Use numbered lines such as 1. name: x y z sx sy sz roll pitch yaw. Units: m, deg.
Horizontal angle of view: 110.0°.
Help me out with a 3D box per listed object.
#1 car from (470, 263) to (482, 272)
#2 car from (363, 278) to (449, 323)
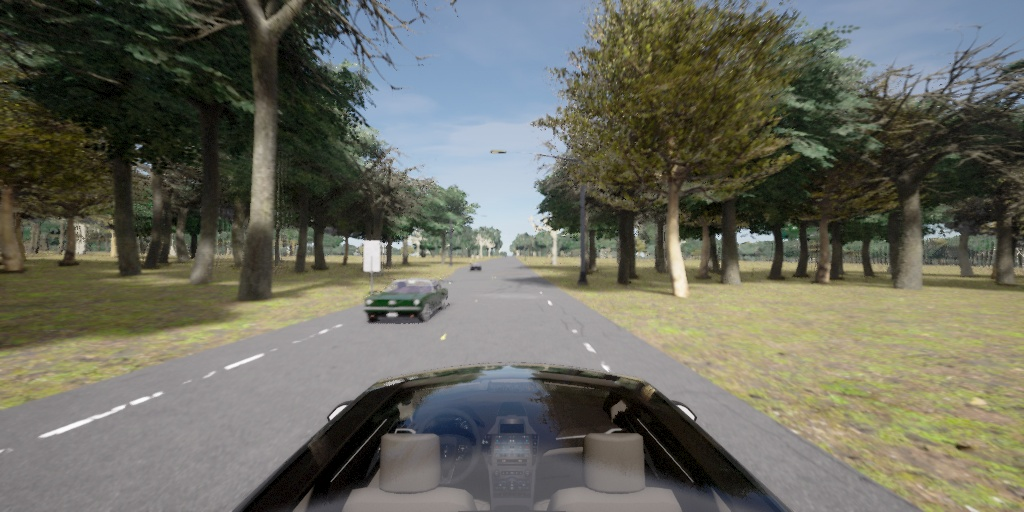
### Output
1. car: -5.567 1.741 54.982 1.895 1.301 4.718 0 0 -7
2. car: -3.597 1.495 12.982 1.895 1.301 4.718 0 -1 0
